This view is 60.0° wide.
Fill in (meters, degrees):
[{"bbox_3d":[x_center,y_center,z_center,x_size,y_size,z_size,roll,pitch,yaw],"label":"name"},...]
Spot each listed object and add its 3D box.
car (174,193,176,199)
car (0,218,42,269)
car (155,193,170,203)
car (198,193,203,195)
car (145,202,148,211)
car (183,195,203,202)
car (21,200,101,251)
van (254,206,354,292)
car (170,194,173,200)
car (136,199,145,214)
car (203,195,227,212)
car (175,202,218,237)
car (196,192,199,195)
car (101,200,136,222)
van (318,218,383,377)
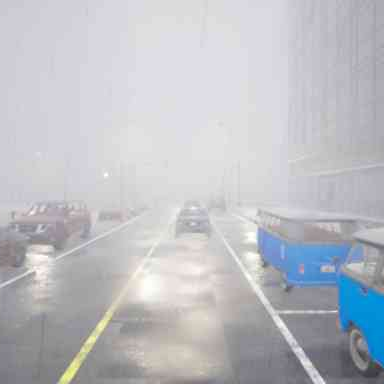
[{"bbox_3d":[-5.960,1.345,86.023,1.947,1.339,4.313,0,0,0],"label":"car"},{"bbox_3d":[-5.779,1.558,8.531,1.802,1.307,4.206,0,0,0],"label":"car"},{"bbox_3d":[-5.908,1.144,63.476,2.192,1.841,5.009,0,0,0],"label":"car"},{"bbox_3d":[2.617,1.376,63.516,2.008,1.369,4.403,0,0,0],"label":"car"},{"bbox_3d":[-5.845,1.478,36.623,1.802,1.307,4.206,0,0,0],"label":"car"},{"bbox_3d":[0.009,1.382,37.373,2.128,1.511,4.902,0,0,0],"label":"car"},{"bbox_3d":[-5.792,1.275,14.149,2.192,1.841,5.009,0,0,0],"label":"car"},{"bbox_3d":[2.746,1.314,8.568,1.690,1.788,3.998,0,0,0],"label":"van"},{"bbox_3d":[-5.934,1.329,74.580,1.752,1.417,4.829,0,0,0],"label":"car"},{"bbox_3d":[-5.831,1.494,31.005,1.802,1.307,4.206,0,0,0],"label":"car"},{"bbox_3d":[2.680,1.208,36.662,2.192,1.841,5.009,0,0,0],"label":"car"},{"bbox_3d":[0.056,1.495,17.702,2.033,1.411,5.357,0,0,0],"label":"car"},{"bbox_3d":[2.565,1.320,86.060,1.887,1.381,4.507,0,0,0],"label":"car"},{"bbox_3d":[-5.818,1.473,25.386,1.887,1.381,4.507,0,0,0],"label":"car"},{"bbox_3d":[2.759,1.331,2.950,1.690,1.788,3.998,0,0,0],"label":"van"}]
